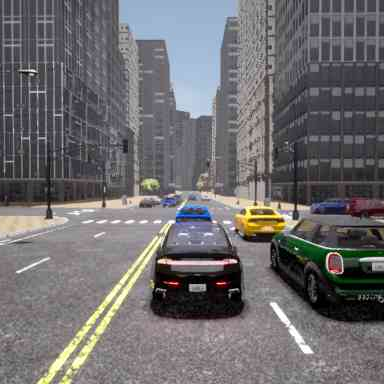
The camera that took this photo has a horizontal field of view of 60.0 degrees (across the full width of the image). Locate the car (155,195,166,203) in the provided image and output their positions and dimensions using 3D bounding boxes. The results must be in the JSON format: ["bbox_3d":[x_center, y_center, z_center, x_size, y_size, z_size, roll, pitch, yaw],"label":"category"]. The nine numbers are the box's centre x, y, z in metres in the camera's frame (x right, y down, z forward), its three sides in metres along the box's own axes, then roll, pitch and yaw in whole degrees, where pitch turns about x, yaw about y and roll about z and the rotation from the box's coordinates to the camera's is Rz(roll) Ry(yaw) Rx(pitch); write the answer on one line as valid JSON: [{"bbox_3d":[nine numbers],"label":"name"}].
[{"bbox_3d":[-6.446,1.448,68.018,1.837,1.490,4.892,0,0,0],"label":"car"}]

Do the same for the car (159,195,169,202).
[{"bbox_3d":[-6.429,1.482,77.996,1.994,1.385,4.181,0,0,0],"label":"car"}]

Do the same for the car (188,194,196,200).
[{"bbox_3d":[0.084,1.267,90.647,2.128,1.511,4.902,0,0,0],"label":"car"}]

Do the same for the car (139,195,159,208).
[{"bbox_3d":[-6.540,1.513,49.110,2.033,1.411,5.357,0,0,0],"label":"car"}]

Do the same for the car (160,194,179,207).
[{"bbox_3d":[-3.294,1.491,49.538,1.812,1.442,4.674,0,0,0],"label":"car"}]

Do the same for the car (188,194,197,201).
[{"bbox_3d":[0.075,1.273,80.615,2.097,1.767,4.553,0,0,0],"label":"car"}]

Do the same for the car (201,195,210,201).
[{"bbox_3d":[3.325,1.513,80.672,1.895,1.301,4.718,0,0,0],"label":"car"}]

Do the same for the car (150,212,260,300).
[{"bbox_3d":[0.105,1.488,8.338,2.128,1.511,4.902,0,0,0],"label":"car"}]

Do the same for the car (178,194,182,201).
[{"bbox_3d":[-3.272,1.519,58.283,1.994,1.385,4.181,0,0,1],"label":"car"}]

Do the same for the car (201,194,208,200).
[{"bbox_3d":[3.334,1.337,90.674,1.895,1.301,4.718,0,0,0],"label":"car"}]

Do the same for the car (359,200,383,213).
[{"bbox_3d":[21.844,1.643,37.706,4.829,1.417,1.752,1,0,1],"label":"car"}]

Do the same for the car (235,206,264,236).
[{"bbox_3d":[3.364,1.469,17.229,1.882,1.535,5.008,0,0,0],"label":"car"}]

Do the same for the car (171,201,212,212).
[{"bbox_3d":[0.119,1.468,17.843,1.882,1.535,5.008,0,0,1],"label":"car"}]

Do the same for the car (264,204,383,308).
[{"bbox_3d":[3.357,1.348,8.050,2.097,1.767,4.553,0,0,0],"label":"car"}]

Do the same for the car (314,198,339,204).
[{"bbox_3d":[14.916,1.451,35.228,4.553,1.767,2.097,1,1,1],"label":"car"}]

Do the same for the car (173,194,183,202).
[{"bbox_3d":[-3.179,1.286,77.162,2.097,1.767,4.553,0,0,0],"label":"car"}]

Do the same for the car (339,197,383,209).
[{"bbox_3d":[16.228,1.519,29.425,5.009,1.841,2.192,1,0,1],"label":"car"}]
